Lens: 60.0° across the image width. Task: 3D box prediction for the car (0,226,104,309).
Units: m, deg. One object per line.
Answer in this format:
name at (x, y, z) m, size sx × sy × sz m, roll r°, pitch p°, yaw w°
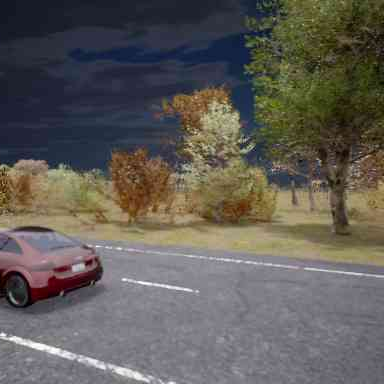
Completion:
car at (-4.105, 1.480, 7.593) m, size 4.181 × 1.385 × 1.994 m, roll 1°, pitch 0°, yaw 25°
